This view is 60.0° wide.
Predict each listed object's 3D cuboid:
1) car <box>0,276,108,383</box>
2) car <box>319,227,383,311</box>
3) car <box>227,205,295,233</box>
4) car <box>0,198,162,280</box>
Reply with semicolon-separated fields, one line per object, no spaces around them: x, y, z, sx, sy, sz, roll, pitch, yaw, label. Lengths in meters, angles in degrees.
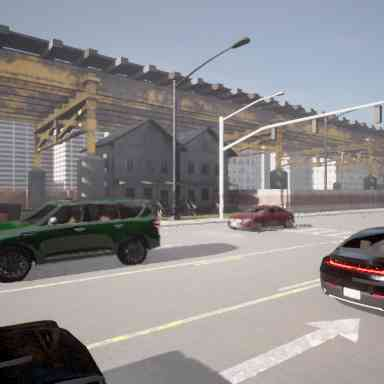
-2.791;1.601;1.758;4.718;1.301;1.895;0;0;-35;car
4.741;1.505;7.147;4.892;1.490;1.837;0;0;-35;car
4.243;1.526;19.869;4.674;1.442;1.812;0;0;-36;car
-3.592;1.221;10.023;5.566;2.045;2.150;0;0;-35;car
